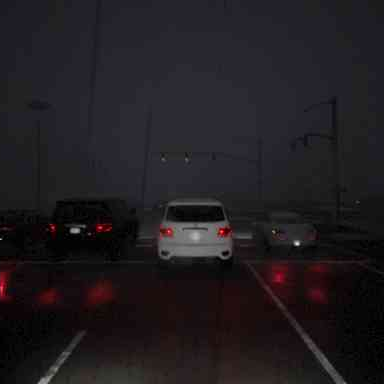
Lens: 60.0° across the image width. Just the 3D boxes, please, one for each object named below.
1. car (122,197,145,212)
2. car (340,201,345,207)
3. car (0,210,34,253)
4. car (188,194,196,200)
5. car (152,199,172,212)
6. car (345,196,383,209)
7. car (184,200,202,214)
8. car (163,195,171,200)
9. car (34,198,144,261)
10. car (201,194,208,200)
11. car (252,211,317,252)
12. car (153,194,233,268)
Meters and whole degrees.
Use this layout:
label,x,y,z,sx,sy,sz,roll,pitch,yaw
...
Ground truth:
label,x,y,z,sx,sy,sz,roll,pitch,yaw
car,-6.902,1.450,39.601,1.882,1.535,5.008,0,0,0
car,23.404,1.495,47.092,4.674,1.442,1.812,0,0,1
car,-6.906,1.482,13.667,2.128,1.511,4.902,0,0,0
car,-0.006,1.450,93.237,2.128,1.511,4.902,0,0,0
car,-3.403,1.537,38.556,1.994,1.385,4.181,0,0,0
car,23.213,1.325,43.600,4.553,1.767,2.097,0,0,1
car,0.098,1.576,36.459,1.895,1.301,4.718,0,0,0
car,-7.006,1.523,93.683,1.895,1.301,4.718,0,0,0
car,-3.409,1.214,12.403,2.150,2.045,5.566,0,0,0
car,3.494,1.425,93.237,1.837,1.490,4.892,0,0,0
car,3.674,1.516,13.760,1.812,1.442,4.674,0,0,1
car,0.091,1.214,11.355,2.150,2.045,5.566,0,0,0
